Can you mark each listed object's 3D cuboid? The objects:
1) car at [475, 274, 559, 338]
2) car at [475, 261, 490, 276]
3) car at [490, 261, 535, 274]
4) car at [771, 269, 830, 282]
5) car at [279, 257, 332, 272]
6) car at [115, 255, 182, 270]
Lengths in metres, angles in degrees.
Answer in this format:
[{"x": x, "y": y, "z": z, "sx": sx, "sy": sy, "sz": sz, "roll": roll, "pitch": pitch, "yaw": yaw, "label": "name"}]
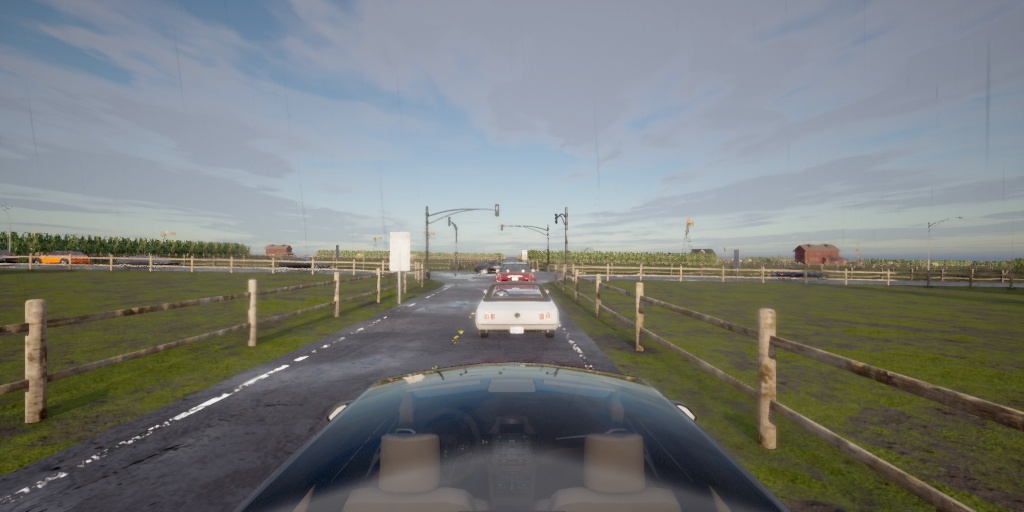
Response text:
[{"x": 0.124, "y": 1.352, "z": 10.135, "sx": 1.895, "sy": 1.301, "sz": 4.718, "roll": 0, "pitch": 0, "yaw": 0, "label": "car"}, {"x": -1.366, "y": 1.258, "z": 36.669, "sx": 4.892, "sy": 1.490, "sz": 1.837, "roll": 1, "pitch": 0, "yaw": 0, "label": "car"}, {"x": 0.180, "y": 1.104, "z": 19.123, "sx": 2.097, "sy": 1.767, "sz": 4.553, "roll": 0, "pitch": 0, "yaw": 1, "label": "car"}, {"x": 29.425, "y": 1.936, "z": 36.577, "sx": 4.718, "sy": 1.301, "sz": 1.895, "roll": 1, "pitch": 0, "yaw": 0, "label": "car"}, {"x": -21.057, "y": 0.885, "z": 36.735, "sx": 4.892, "sy": 1.490, "sz": 1.837, "roll": 1, "pitch": 0, "yaw": 0, "label": "car"}, {"x": -37.232, "y": 0.635, "z": 36.787, "sx": 5.357, "sy": 1.411, "sz": 2.033, "roll": 1, "pitch": 0, "yaw": 0, "label": "car"}]
